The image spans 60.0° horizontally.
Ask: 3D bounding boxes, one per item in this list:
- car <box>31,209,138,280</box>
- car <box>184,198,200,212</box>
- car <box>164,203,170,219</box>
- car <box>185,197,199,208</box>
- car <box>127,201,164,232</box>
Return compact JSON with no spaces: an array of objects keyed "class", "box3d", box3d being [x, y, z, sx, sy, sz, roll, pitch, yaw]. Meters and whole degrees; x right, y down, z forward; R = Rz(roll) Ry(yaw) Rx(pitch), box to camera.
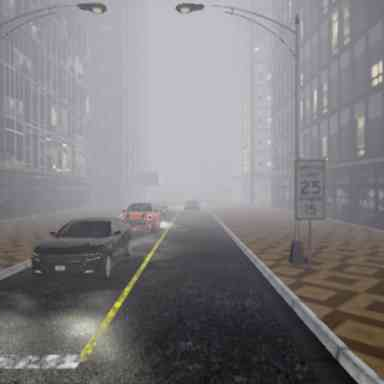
[{"class":"car","box3d":[-3.099,1.513,10.286,1.882,1.535,5.008,0,0,0]},{"class":"car","box3d":[-0.014,1.616,40.087,2.033,1.411,5.357,0,0,0]},{"class":"car","box3d":[-3.102,1.659,30.064,1.895,1.301,4.718,0,0,0]},{"class":"car","box3d":[-0.015,1.579,50.669,2.128,1.511,4.902,0,0,0]},{"class":"car","box3d":[-3.101,1.398,20.179,2.097,1.767,4.553,0,0,0]}]
